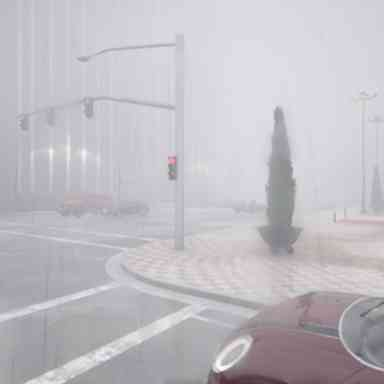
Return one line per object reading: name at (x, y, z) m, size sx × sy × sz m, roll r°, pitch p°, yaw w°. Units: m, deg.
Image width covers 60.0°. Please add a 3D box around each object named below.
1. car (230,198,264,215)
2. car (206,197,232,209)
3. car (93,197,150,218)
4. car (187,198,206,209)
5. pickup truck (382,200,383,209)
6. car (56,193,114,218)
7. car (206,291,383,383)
car at (6.033, 1.561, 33.729) m, size 1.895 × 1.301 × 4.718 m, roll 0°, pitch 0°, yaw 35°
car at (4.396, 1.432, 43.937) m, size 2.128 × 1.511 × 4.902 m, roll 0°, pitch 0°, yaw 35°
car at (-5.819, 1.433, 29.299) m, size 2.128 × 1.511 × 4.902 m, roll 0°, pitch 0°, yaw 35°
car at (1.153, 1.495, 45.407) m, size 1.994 × 1.385 × 4.181 m, roll 0°, pitch 0°, yaw 35°
pickup truck at (23.611, 1.052, 36.162) m, size 6.274 × 2.098 × 2.390 m, roll 0°, pitch 0°, yaw -25°
car at (-9.415, 1.152, 30.247) m, size 2.150 × 2.045 × 5.566 m, roll 0°, pitch 0°, yaw 35°
car at (2.314, 1.354, 2.317) m, size 4.553 × 1.767 × 2.097 m, roll 0°, pitch 0°, yaw 36°
